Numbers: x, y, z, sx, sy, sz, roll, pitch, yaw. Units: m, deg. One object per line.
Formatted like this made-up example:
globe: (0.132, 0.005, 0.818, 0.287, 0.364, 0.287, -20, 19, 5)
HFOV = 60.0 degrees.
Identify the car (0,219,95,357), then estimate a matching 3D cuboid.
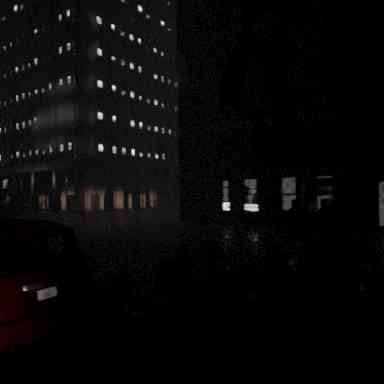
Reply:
car: (-3.759, 1.380, 5.566, 5.009, 1.841, 2.192, -1, -1, 35)
